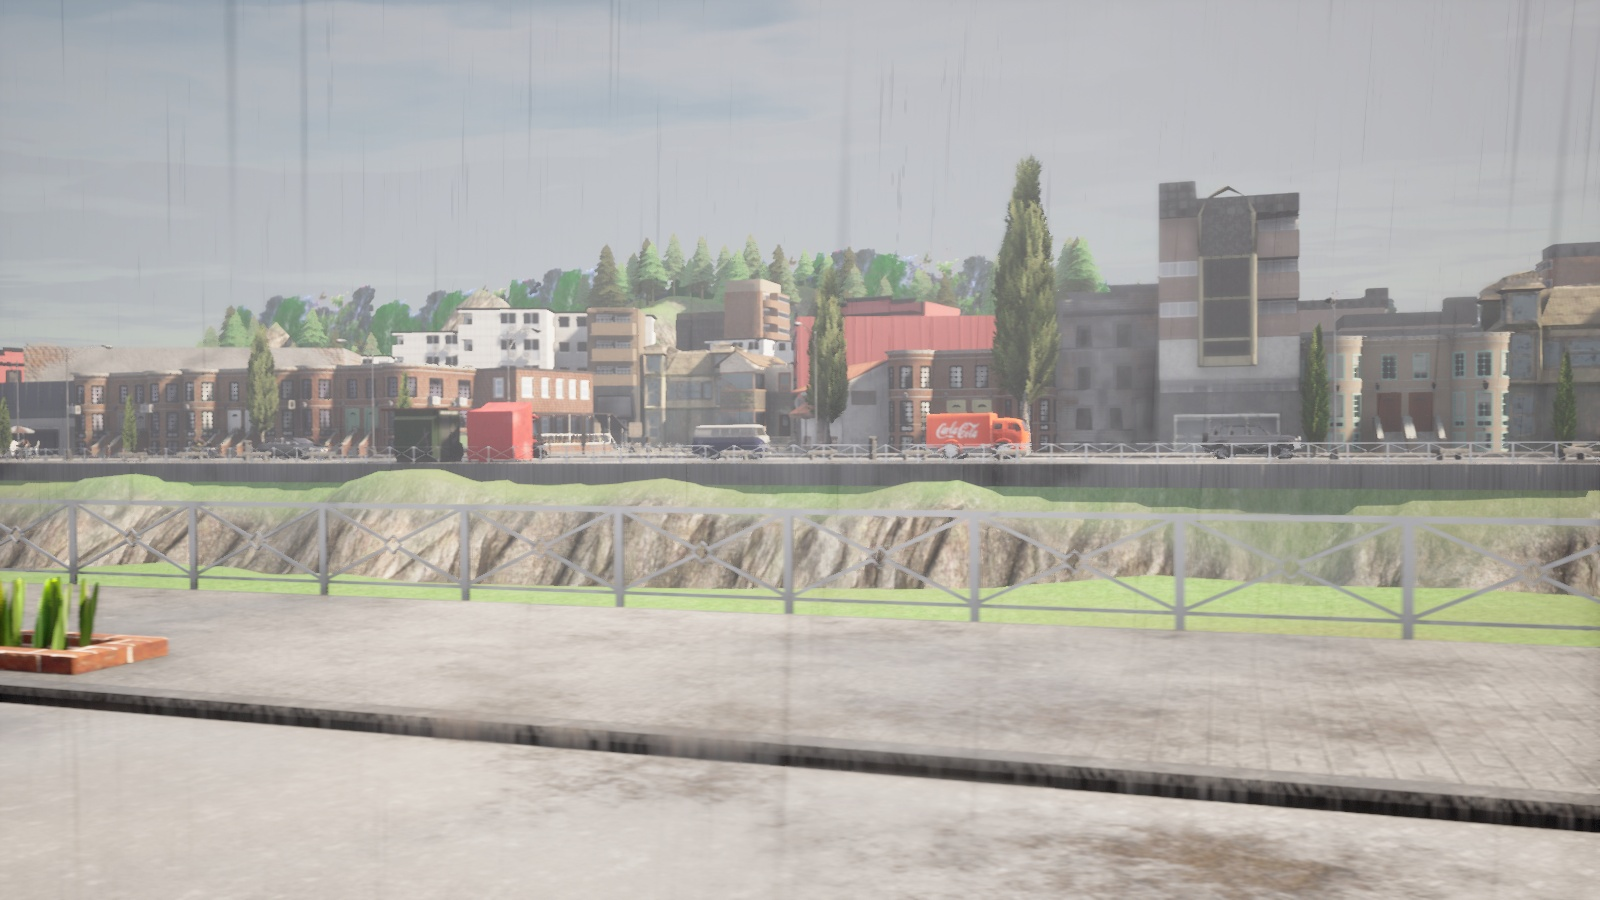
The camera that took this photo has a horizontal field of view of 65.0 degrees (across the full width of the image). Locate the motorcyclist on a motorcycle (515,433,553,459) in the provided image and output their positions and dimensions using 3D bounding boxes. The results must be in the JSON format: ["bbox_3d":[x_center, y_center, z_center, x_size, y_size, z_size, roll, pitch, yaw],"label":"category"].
[{"bbox_3d":[-15.680,-0.252,74.095,2.044,1.523,0.797,0,1,19],"label":"motorcyclist on a motorcycle"}]

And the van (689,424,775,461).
[{"bbox_3d":[-3.771,-0.432,70.089,4.442,1.987,1.775,0,1,19],"label":"van"}]

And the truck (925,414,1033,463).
[{"bbox_3d":[9.393,-0.617,65.661,5.204,2.467,2.627,0,1,19],"label":"truck"}]

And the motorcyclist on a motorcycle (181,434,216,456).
[{"bbox_3d":[-41.665,-0.369,87.047,2.191,1.530,0.866,0,1,19],"label":"motorcyclist on a motorcycle"}]

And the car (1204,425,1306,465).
[{"bbox_3d":[22.186,-0.260,61.366,4.605,1.855,1.932,0,1,19],"label":"car"}]

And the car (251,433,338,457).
[{"bbox_3d":[-32.022,-0.346,79.587,4.902,1.511,2.128,0,1,19],"label":"car"}]
